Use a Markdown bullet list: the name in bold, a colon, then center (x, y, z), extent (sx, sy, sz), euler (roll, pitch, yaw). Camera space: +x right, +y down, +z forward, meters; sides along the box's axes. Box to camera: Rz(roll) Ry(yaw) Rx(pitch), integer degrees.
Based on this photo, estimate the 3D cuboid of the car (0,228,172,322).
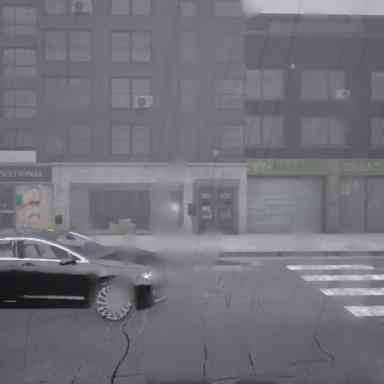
- **car**: center (-2.853, 1.493, 6.561), extent (4.902, 1.511, 2.128), euler (0, 0, -2)
